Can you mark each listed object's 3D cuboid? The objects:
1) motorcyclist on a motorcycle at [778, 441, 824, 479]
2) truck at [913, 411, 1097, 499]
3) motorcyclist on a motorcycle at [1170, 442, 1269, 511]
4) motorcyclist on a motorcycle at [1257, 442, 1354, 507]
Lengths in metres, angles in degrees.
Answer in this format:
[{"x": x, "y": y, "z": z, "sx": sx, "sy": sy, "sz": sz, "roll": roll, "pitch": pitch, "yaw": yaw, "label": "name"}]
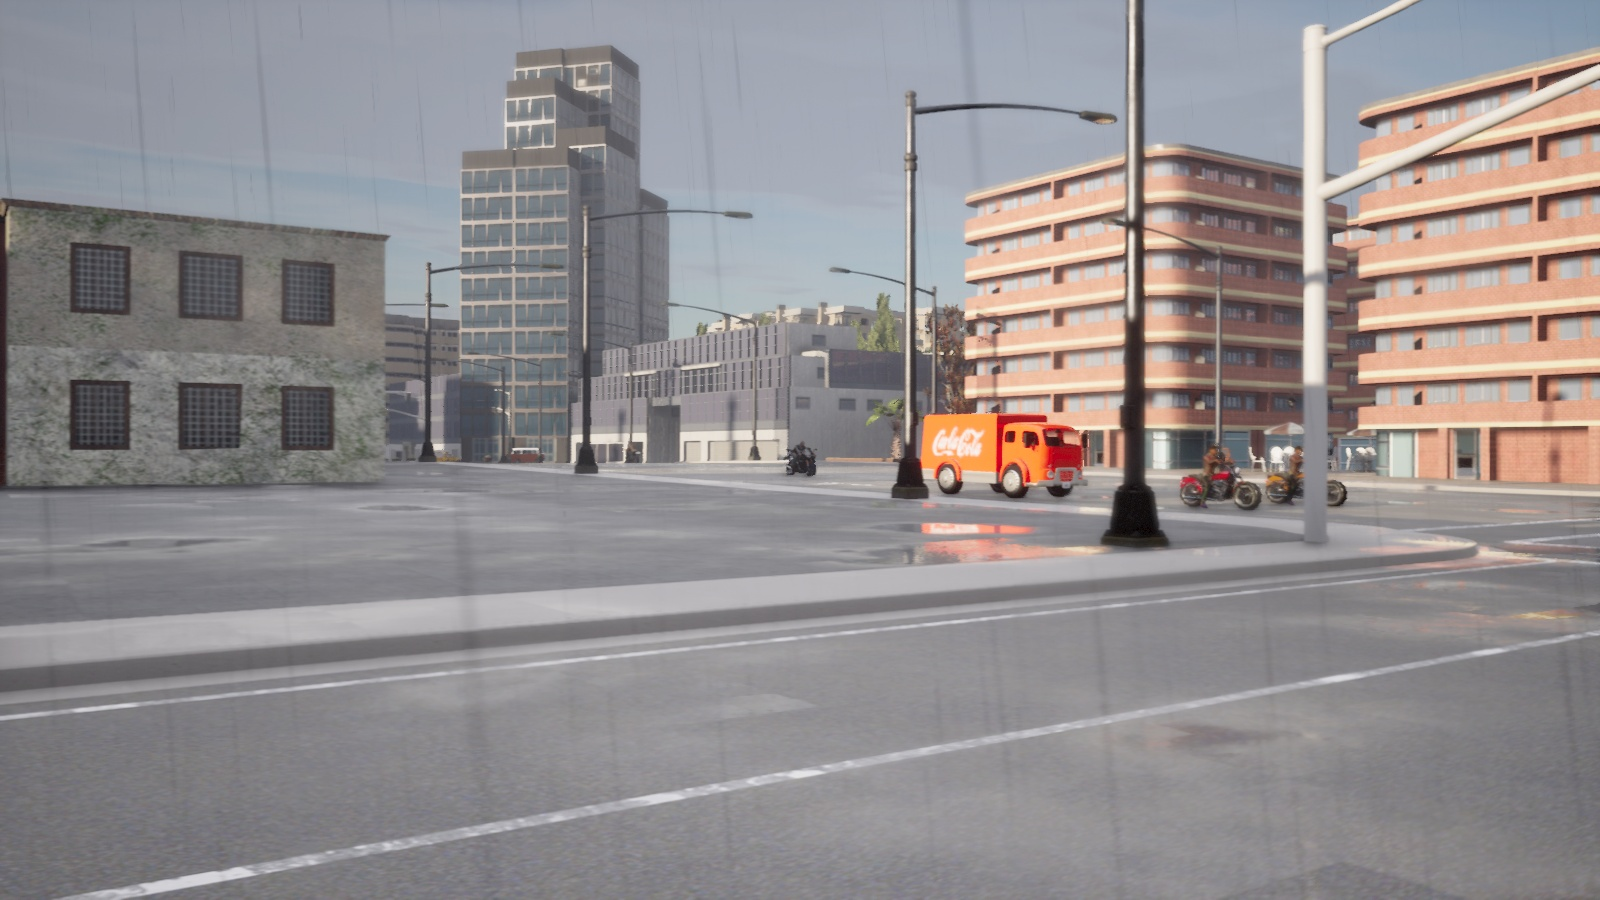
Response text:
[{"x": 0.021, "y": 0.401, "z": 53.211, "sx": 0.866, "sy": 1.530, "sz": 2.191, "roll": 0, "pitch": 1, "yaw": -34, "label": "motorcyclist on a motorcycle"}, {"x": 6.083, "y": 0.108, "z": 37.878, "sx": 2.627, "sy": 2.467, "sz": 5.204, "roll": 0, "pitch": 1, "yaw": -34, "label": "truck"}, {"x": 10.444, "y": 0.629, "z": 31.367, "sx": 0.766, "sy": 1.649, "sz": 2.350, "roll": 0, "pitch": 1, "yaw": -34, "label": "motorcyclist on a motorcycle"}, {"x": 13.363, "y": 0.624, "z": 33.298, "sx": 0.766, "sy": 1.649, "sz": 2.350, "roll": 0, "pitch": 1, "yaw": -34, "label": "motorcyclist on a motorcycle"}]
